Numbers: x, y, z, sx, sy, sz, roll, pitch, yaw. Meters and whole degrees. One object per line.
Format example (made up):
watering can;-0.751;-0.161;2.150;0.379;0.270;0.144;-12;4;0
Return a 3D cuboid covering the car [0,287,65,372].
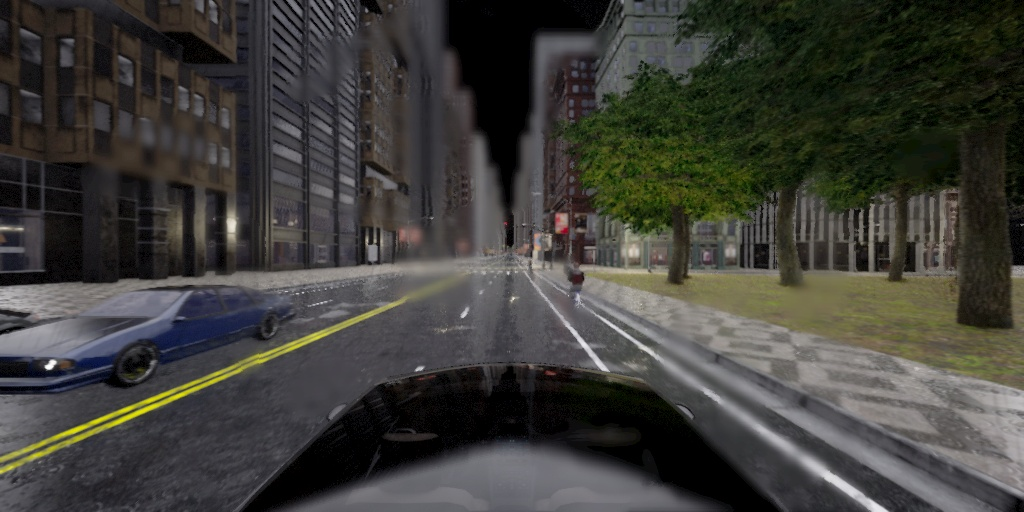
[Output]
car;-9.850;1.313;5.003;1.994;1.385;4.181;0;0;0

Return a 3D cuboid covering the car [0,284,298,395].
car;-6.601;1.297;7.132;2.033;1.411;5.357;0;0;0

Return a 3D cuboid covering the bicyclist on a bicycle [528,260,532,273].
bicyclist on a bicycle;2.244;1.256;44.052;0.582;1.620;1.656;0;0;0

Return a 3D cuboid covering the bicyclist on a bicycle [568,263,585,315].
bicyclist on a bicycle;2.249;1.123;12.637;0.659;1.776;1.843;0;0;0
